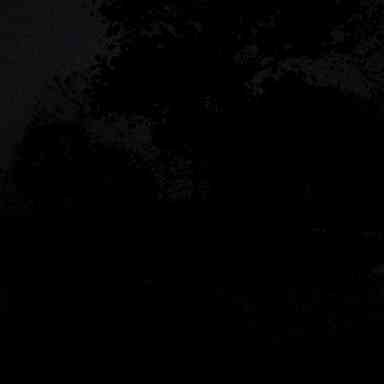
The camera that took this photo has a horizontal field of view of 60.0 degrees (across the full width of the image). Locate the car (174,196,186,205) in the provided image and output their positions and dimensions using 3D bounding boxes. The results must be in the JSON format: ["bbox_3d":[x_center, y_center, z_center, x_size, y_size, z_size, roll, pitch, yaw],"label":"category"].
[{"bbox_3d":[-2.738,1.859,66.626,2.185,1.767,4.553,1,0,-36],"label":"car"}]

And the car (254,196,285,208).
[{"bbox_3d":[14.983,1.938,64.341,2.435,2.045,5.566,1,-1,-36],"label":"car"}]

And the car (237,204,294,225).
[{"bbox_3d":[5.874,1.969,26.685,1.837,1.490,4.892,3,-2,-35],"label":"car"}]

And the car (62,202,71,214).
[{"bbox_3d":[-15.423,2.061,42.511,2.002,1.452,4.674,-1,0,-36],"label":"car"}]

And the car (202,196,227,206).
[{"bbox_3d":[4.758,1.858,72.013,2.435,2.045,5.566,1,-1,-36],"label":"car"}]

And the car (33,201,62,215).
[{"bbox_3d":[-17.974,1.925,40.626,2.185,1.767,4.553,-1,0,-35],"label":"car"}]

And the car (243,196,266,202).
[{"bbox_3d":[10.559,1.831,61.138,2.435,2.045,5.566,1,-1,-36],"label":"car"}]

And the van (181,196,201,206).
[{"bbox_3d":[-0.219,1.794,68.328,1.878,1.987,4.442,1,-1,-36],"label":"van"}]

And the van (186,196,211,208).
[{"bbox_3d":[1.427,1.734,54.699,1.878,1.987,4.442,1,0,-36],"label":"van"}]
